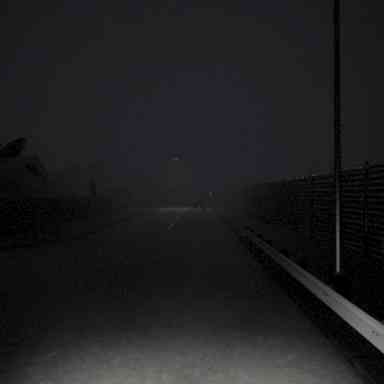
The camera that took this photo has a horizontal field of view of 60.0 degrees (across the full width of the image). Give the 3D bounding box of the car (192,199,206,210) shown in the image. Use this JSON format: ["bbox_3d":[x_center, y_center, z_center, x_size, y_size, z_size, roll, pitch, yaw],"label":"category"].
[{"bbox_3d":[1.035,1.842,49.612,1.837,1.490,4.892,0,0,1],"label":"car"}]

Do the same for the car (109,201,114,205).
[{"bbox_3d":[-13.567,1.537,49.703,3.633,1.501,1.845,0,0,-2],"label":"car"}]
